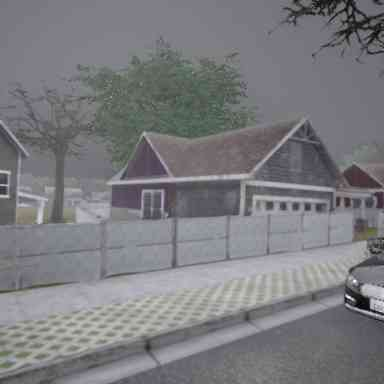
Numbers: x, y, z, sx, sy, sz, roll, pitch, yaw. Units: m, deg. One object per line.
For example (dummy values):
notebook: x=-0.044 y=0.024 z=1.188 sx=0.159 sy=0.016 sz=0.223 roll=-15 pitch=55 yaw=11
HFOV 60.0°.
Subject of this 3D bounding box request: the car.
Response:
car: x=4.992 y=1.595 z=6.706 sx=4.902 sy=1.511 sz=2.128 roll=1 pitch=-1 yaw=-36
